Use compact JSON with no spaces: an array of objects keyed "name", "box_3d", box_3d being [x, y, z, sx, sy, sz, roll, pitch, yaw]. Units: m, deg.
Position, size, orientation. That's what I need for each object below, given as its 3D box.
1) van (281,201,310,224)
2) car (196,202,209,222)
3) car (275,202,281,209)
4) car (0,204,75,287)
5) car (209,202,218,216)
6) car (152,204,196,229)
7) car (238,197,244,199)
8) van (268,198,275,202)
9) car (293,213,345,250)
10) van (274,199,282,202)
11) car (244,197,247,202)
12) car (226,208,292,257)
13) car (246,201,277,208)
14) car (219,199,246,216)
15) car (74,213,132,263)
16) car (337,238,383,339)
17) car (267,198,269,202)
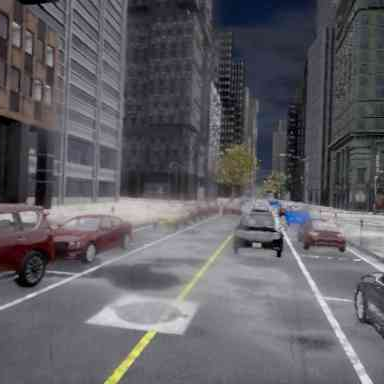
[{"name":"van","box_3d":[8.239,1.786,26.217,1.690,1.788,3.998,2,0,12]},{"name":"car","box_3d":[-0.120,1.695,28.028,1.887,1.381,4.507,2,0,12]},{"name":"car","box_3d":[10.549,2.134,37.018,1.887,1.381,4.507,2,0,12]},{"name":"car","box_3d":[-4.740,1.178,6.419,2.192,1.841,5.009,2,0,12]},{"name":"car","box_3d":[1.037,1.767,33.430,1.887,1.381,4.507,2,0,12]},{"name":"car","box_3d":[-1.312,1.601,22.460,1.752,1.417,4.829,2,0,12]},{"name":"car","box_3d":[10.155,2.335,75.908,1.752,1.417,4.829,2,0,12]},{"name":"van","box_3d":[19.665,2.522,79.561,1.690,1.788,3.998,2,0,12]},{"name":"car","box_3d":[5.911,1.882,15.412,1.802,1.307,4.206,2,0,12]},{"name":"van","box_3d":[11.717,2.004,42.421,1.690,1.788,3.998,2,0,12]},{"name":"car","box_3d":[12.414,2.504,86.416,1.887,1.381,4.507,2,0,12]},{"name":"car","box_3d":[2.815,1.672,13.986,2.128,1.511,4.902,2,0,13]},{"name":"car","box_3d":[5.961,1.867,28.653,2.128,1.511,4.902,2,0,13]},{"name":"car","box_3d":[4.528,1.846,36.734,1.882,1.535,5.008,2,-1,13]},{"name":"car","box_3d":[-3.592,1.479,11.821,1.887,1.381,4.507,2,0,12]},{"name":"car","box_3d":[3.594,1.707,4.609,2.008,1.369,4.403,2,0,12]},{"name":"car","box_3d":[20.791,2.822,84.852,1.947,1.339,4.313,2,0,12]}]
